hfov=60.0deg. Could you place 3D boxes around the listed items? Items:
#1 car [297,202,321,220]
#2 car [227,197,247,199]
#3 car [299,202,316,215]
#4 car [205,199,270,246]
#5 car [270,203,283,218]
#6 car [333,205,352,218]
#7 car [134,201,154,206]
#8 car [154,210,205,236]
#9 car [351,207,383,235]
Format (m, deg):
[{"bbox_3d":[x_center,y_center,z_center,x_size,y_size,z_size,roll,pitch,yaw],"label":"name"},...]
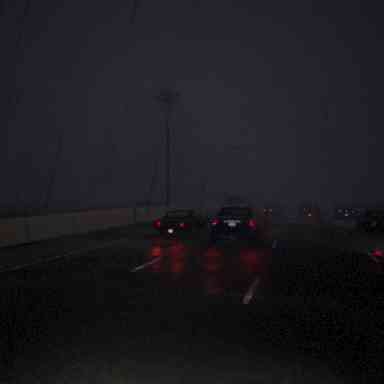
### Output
[{"bbox_3d":[11.055,1.806,31.376,1.837,1.490,4.892,0,-1,18],"label":"car"},{"bbox_3d":[4.969,1.554,35.308,2.150,2.045,5.566,0,-1,19],"label":"car"},{"bbox_3d":[14.284,2.005,41.259,1.812,1.442,4.674,0,-1,19],"label":"car"},{"bbox_3d":[2.373,1.416,16.044,2.097,1.767,4.553,0,-1,18],"label":"car"},{"bbox_3d":[8.467,1.889,34.738,2.033,1.411,5.357,0,-1,19],"label":"car"},{"bbox_3d":[15.821,1.982,34.698,1.895,1.301,4.718,0,-1,18],"label":"car"},{"bbox_3d":[-7.647,1.692,53.372,1.882,1.535,5.008,0,-1,18],"label":"car"},{"bbox_3d":[-0.380,1.682,18.891,1.895,1.301,4.718,0,-1,18],"label":"car"},{"bbox_3d":[10.792,1.725,19.281,1.895,1.301,4.718,0,-1,18],"label":"car"}]
